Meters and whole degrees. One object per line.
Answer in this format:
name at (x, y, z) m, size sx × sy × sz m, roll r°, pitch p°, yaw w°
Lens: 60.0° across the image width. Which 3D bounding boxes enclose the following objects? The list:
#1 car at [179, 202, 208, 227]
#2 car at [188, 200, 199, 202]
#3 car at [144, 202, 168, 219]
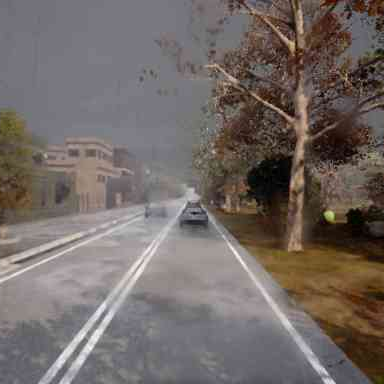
car at (0.134, 1.682, 23.917) m, size 1.994 × 1.385 × 4.181 m, roll 0°, pitch 0°, yaw 0°
car at (0.183, 1.733, 41.853) m, size 2.128 × 1.511 × 4.902 m, roll 0°, pitch 0°, yaw 0°
car at (-3.293, 1.695, 31.179) m, size 1.812 × 1.442 × 4.674 m, roll 0°, pitch 0°, yaw 0°
